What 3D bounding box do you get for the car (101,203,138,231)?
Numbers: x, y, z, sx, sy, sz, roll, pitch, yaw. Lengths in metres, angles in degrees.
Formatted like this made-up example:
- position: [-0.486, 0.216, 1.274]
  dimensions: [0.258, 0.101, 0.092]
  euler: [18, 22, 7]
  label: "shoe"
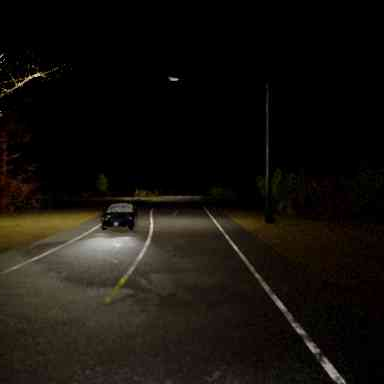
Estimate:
- position: [-4.399, 1.483, 20.663]
  dimensions: [2.128, 1.511, 4.902]
  euler: [0, 0, -6]
  label: "car"
